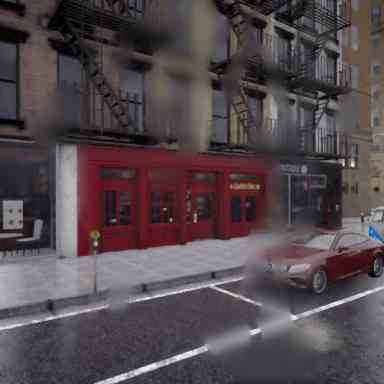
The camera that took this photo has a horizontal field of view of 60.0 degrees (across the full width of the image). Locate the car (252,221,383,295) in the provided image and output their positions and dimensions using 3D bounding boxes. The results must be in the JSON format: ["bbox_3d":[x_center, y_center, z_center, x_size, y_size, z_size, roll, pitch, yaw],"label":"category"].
[{"bbox_3d":[3.424,1.581,8.618,4.206,1.307,1.802,0,0,-35],"label":"car"}]

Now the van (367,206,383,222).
[{"bbox_3d":[7.832,1.340,11.747,3.998,1.788,1.690,0,0,-35],"label":"van"}]
